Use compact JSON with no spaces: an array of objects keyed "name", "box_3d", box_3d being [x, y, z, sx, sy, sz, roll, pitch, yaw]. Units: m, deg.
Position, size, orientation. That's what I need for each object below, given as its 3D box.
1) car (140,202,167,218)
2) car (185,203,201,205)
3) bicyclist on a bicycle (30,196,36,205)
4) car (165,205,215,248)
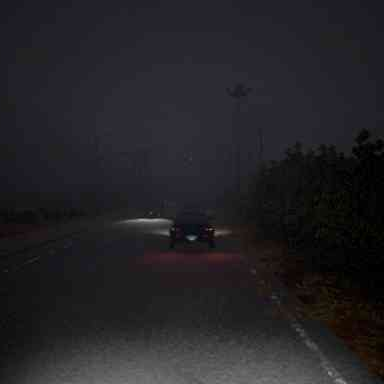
[{"name":"car","box_3d":[-3.399,1.599,30.050,1.994,1.385,4.181,0,0,1]},{"name":"car","box_3d":[0.092,1.615,29.640,1.895,1.301,4.718,0,0,1]},{"name":"bicyclist on a bicycle","box_3d":[-22.618,1.421,47.432,0.582,1.620,1.656,0,0,3]},{"name":"car","box_3d":[0.000,1.532,14.650,1.812,1.442,4.674,0,0,0]}]
